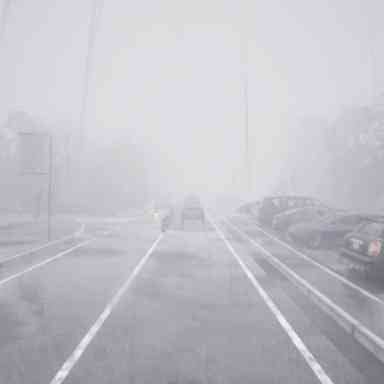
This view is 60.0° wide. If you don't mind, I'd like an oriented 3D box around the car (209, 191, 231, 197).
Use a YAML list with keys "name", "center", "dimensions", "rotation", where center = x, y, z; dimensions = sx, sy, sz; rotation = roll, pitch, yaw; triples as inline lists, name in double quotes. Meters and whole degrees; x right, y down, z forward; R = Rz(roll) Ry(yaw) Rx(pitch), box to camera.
- name: "car"
  center: [7.063, 0.533, 83.311]
  dimensions: [5.366, 1.575, 1.946]
  rotation: [0, 2, 0]

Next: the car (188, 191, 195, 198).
- name: "car"
  center: [-0.070, 0.615, 81.773]
  dimensions: [1.812, 1.442, 4.674]
  rotation: [0, 1, 0]

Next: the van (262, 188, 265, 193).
- name: "van"
  center: [20.054, 0.378, 80.519]
  dimensions: [4.442, 1.987, 1.878]
  rotation: [0, 2, 0]

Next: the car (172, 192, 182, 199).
- name: "car"
  center: [-3.331, 0.795, 74.203]
  dimensions: [2.033, 1.411, 5.357]
  rotation: [0, 1, 0]

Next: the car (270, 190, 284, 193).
- name: "car"
  center: [19.672, 0.932, 69.330]
  dimensions: [5.366, 1.575, 1.946]
  rotation: [0, 2, 0]

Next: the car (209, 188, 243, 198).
- name: "car"
  center: [6.787, 0.773, 66.658]
  dimensions: [5.566, 2.045, 2.435]
  rotation: [0, 2, 0]

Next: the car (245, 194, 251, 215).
- name: "car"
  center: [6.758, 1.292, 25.724]
  dimensions: [4.553, 1.767, 2.185]
  rotation: [0, 1, 0]

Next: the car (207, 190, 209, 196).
- name: "car"
  center: [6.633, 0.773, 74.991]
  dimensions: [5.366, 1.575, 1.946]
  rotation: [0, 2, 0]

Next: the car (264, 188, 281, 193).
- name: "car"
  center: [19.926, 0.519, 74.858]
  dimensions: [5.566, 2.045, 2.435]
  rotation: [0, 2, 0]

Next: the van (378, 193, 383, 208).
- name: "van"
  center: [19.725, 1.060, 31.271]
  dimensions: [4.442, 1.987, 1.878]
  rotation: [-1, 1, 0]

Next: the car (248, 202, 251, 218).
- name: "car"
  center: [6.700, 1.472, 22.948]
  dimensions: [5.008, 1.535, 2.097]
  rotation: [0, 1, 0]

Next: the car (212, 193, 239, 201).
- name: "car"
  center: [6.964, 0.939, 69.439]
  dimensions: [5.366, 1.575, 1.946]
  rotation: [0, 2, 0]

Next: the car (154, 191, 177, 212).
- name: "car"
  center: [-3.401, 1.304, 41.103]
  dimensions: [2.150, 2.045, 5.566]
  rotation: [0, 1, 0]

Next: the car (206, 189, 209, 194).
- name: "car"
  center: [6.673, 0.607, 80.662]
  dimensions: [5.366, 1.575, 1.946]
  rotation: [0, 2, 0]

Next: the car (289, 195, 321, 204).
- name: "car"
  center: [19.775, 1.262, 58.377]
  dimensions: [5.008, 1.535, 2.097]
  rotation: [0, 2, 0]

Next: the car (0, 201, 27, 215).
- name: "car"
  center: [-21.162, 1.838, 38.363]
  dimensions: [4.902, 1.511, 2.128]
  rotation: [-1, -3, 29]

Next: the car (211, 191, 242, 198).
- name: "car"
  center: [6.745, 1.107, 63.891]
  dimensions: [5.008, 1.535, 2.097]
  rotation: [0, 2, 0]

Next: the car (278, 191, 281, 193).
- name: "car"
  center: [19.836, 1.058, 66.561]
  dimensions: [4.674, 1.452, 2.002]
  rotation: [0, 2, 0]

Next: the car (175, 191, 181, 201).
- name: "car"
  center: [-3.374, 0.888, 58.304]
  dimensions: [2.150, 2.045, 5.566]
  rotation: [0, 2, 0]

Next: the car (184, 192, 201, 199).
- name: "car"
  center: [0.037, 1.194, 46.241]
  dimensions: [2.150, 2.045, 5.566]
  rotation: [0, 1, 0]

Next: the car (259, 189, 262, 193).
- name: "car"
  center: [19.986, 0.557, 83.297]
  dimensions: [4.792, 1.488, 2.163]
  rotation: [0, 2, 0]

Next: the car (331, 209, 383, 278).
- name: "car"
  center: [6.563, 1.470, 9.005]
  dimensions: [4.553, 1.767, 2.185]
  rotation: [0, 0, 0]

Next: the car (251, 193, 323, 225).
- name: "car"
  center: [6.711, 1.266, 20.151]
  dimensions: [5.566, 2.045, 2.435]
  rotation: [0, 1, 0]

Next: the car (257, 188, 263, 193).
- name: "car"
  center: [20.005, 0.489, 85.935]
  dimensions: [4.792, 1.488, 2.163]
  rotation: [0, 1, 0]

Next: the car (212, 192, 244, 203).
- name: "car"
  center: [6.690, 1.220, 61.117]
  dimensions: [4.792, 1.488, 2.163]
  rotation: [0, 2, 0]

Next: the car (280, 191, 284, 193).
- name: "car"
  center: [19.789, 1.130, 63.792]
  dimensions: [4.792, 1.488, 2.163]
  rotation: [0, 2, 0]

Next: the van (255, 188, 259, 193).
- name: "van"
  center: [19.887, 0.170, 88.682]
  dimensions: [4.442, 1.987, 1.878]
  rotation: [0, 1, 0]

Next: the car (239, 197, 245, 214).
- name: "car"
  center: [6.779, 1.385, 28.513]
  dimensions: [4.792, 1.488, 2.163]
  rotation: [0, 1, 0]

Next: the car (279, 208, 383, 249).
- name: "car"
  center: [6.610, 1.609, 14.587]
  dimensions: [4.792, 1.488, 2.163]
  rotation: [0, 0, 0]

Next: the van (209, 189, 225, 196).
- name: "van"
  center: [7.072, 0.055, 94.401]
  dimensions: [4.442, 1.987, 1.878]
  rotation: [0, 1, 0]

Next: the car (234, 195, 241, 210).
- name: "car"
  center: [6.742, 1.323, 31.296]
  dimensions: [4.792, 1.488, 2.163]
  rotation: [0, 1, 0]

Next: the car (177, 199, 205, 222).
- name: "car"
  center: [0.064, 1.618, 27.198]
  dimensions: [2.128, 1.511, 4.902]
  rotation: [0, 0, 0]

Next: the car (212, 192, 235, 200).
- name: "car"
  center: [6.805, 0.860, 72.216]
  dimensions: [4.892, 1.521, 2.231]
  rotation: [0, 2, 0]

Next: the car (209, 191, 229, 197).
- name: "car"
  center: [6.891, 0.466, 86.079]
  dimensions: [4.892, 1.521, 2.231]
  rotation: [0, 2, 0]

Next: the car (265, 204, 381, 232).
- name: "car"
  center: [6.655, 1.554, 17.366]
  dimensions: [4.892, 1.521, 2.231]
  rotation: [0, 1, 0]

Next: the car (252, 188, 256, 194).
- name: "car"
  center: [20.020, 0.334, 91.471]
  dimensions: [5.008, 1.535, 2.097]
  rotation: [0, 1, 0]

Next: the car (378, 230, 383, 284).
- name: "car"
  center: [6.543, 1.620, 6.217]
  dimensions: [4.792, 1.488, 2.163]
  rotation: [0, 0, 0]
